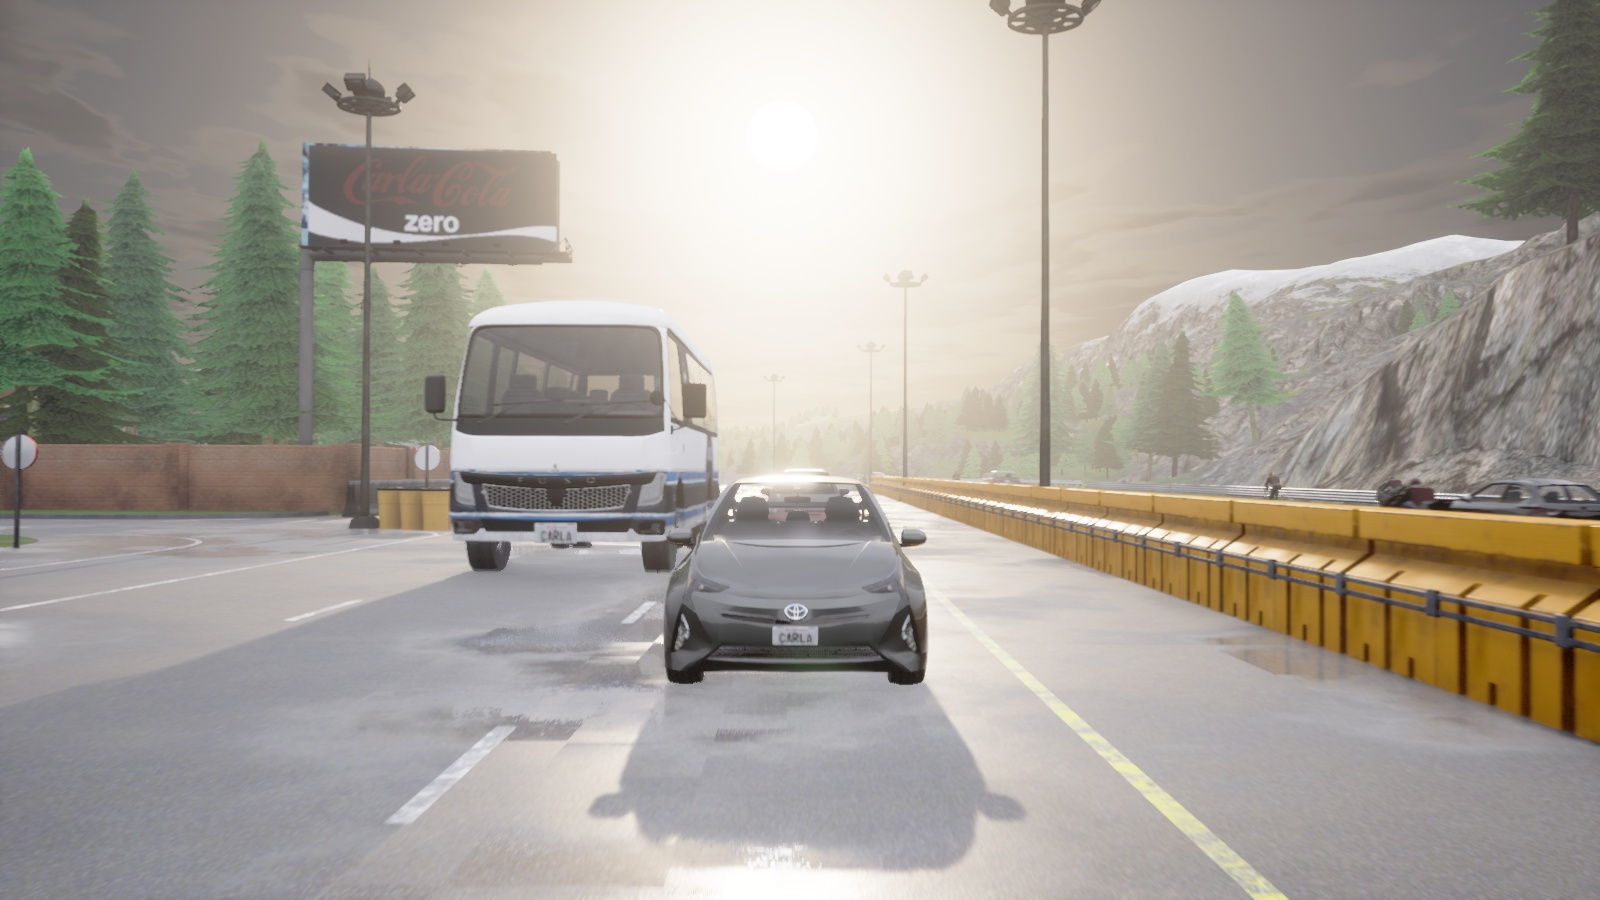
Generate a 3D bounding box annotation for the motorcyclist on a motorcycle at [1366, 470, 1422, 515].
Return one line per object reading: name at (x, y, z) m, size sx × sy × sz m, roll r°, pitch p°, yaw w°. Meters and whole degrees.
motorcyclist on a motorcycle at (21.623, 1.529, 45.762) m, size 0.866 × 1.530 × 2.191 m, roll -3°, pitch -1°, yaw -1°

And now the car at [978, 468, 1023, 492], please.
car at (14.345, 2.109, 90.089) m, size 2.242 × 1.667 × 4.611 m, roll 0°, pitch -1°, yaw -4°

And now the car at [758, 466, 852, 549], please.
car at (0.120, 1.158, 26.636) m, size 1.851 × 1.617 × 3.988 m, roll 0°, pitch -1°, yaw 1°

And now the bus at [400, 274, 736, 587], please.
bus at (-3.430, -0.176, 22.234) m, size 3.944 × 4.253 × 10.273 m, roll 0°, pitch -1°, yaw 1°

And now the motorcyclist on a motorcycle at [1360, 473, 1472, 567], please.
motorcyclist on a motorcycle at (10.563, 1.169, 21.631) m, size 0.866 × 1.530 × 2.191 m, roll 0°, pitch -1°, yaw 1°

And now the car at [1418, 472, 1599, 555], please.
car at (14.102, 1.185, 24.711) m, size 1.816 × 1.474 × 4.193 m, roll 0°, pitch -1°, yaw 1°

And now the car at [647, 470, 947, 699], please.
car at (-0.015, 0.940, 10.684) m, size 2.007 × 1.525 × 4.514 m, roll 0°, pitch -1°, yaw 0°
